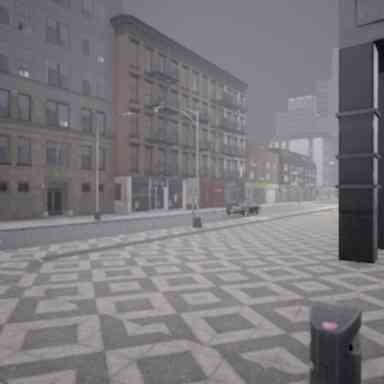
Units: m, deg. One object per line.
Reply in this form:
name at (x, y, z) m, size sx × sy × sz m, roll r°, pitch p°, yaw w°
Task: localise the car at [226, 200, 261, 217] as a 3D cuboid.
car at (5.044, 1.550, 32.076) m, size 2.128 × 1.511 × 4.902 m, roll 0°, pitch 0°, yaw 35°
